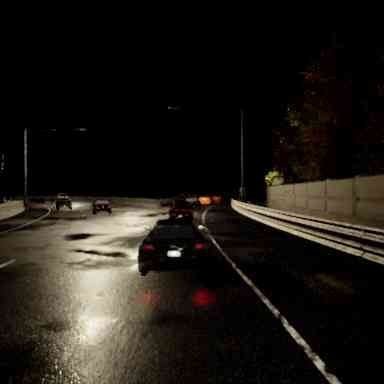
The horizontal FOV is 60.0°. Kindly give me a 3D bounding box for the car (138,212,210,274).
[{"bbox_3d":[-0.551,1.552,10.561,1.994,1.385,4.181,0,0,-3],"label":"car"}]

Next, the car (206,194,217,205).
[{"bbox_3d":[2.406,1.271,55.511,2.097,1.767,4.553,0,0,11],"label":"car"}]

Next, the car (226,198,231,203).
[{"bbox_3d":[9.898,2.444,91.825,1.882,1.535,5.008,0,-4,13],"label":"car"}]

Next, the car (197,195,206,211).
[{"bbox_3d":[0.145,1.439,40.297,2.128,1.511,4.902,0,0,6],"label":"car"}]

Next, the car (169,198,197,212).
[{"bbox_3d":[-0.773,1.475,26.319,1.837,1.490,4.892,0,0,1],"label":"car"}]

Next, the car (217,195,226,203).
[{"bbox_3d":[5.367,1.405,70.384,2.097,1.767,4.553,0,-2,11],"label":"car"}]

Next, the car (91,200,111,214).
[{"bbox_3d":[-9.800,1.538,35.791,2.033,1.411,5.357,-1,0,-20],"label":"car"}]

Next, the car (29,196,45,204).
[{"bbox_3d":[-31.099,1.570,66.659,2.128,1.511,4.902,0,0,-41],"label":"car"}]

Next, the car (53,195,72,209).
[{"bbox_3d":[-17.399,1.520,44.964,1.837,1.490,4.892,0,0,-25],"label":"car"}]

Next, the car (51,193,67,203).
[{"bbox_3d":[-26.389,1.251,66.326,2.150,2.045,5.566,0,0,-39],"label":"car"}]
